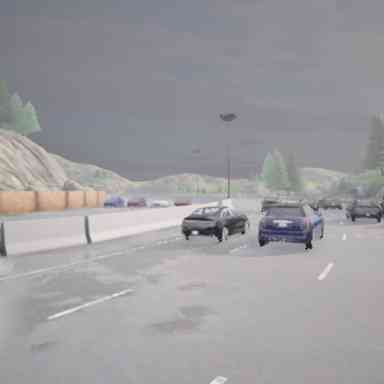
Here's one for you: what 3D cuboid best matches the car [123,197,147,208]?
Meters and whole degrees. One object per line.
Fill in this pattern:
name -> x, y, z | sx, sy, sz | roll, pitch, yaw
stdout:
car -> -7.668, 1.400, 46.675 | 1.882, 1.535, 5.008 | 0, 0, 5

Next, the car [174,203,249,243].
car -> 1.253, 1.434, 15.862 | 2.128, 1.511, 4.902 | 0, 0, 28

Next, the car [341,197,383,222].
car -> 12.431, 1.312, 24.277 | 2.128, 1.511, 4.902 | 0, 0, 19

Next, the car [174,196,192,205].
car -> -1.089, 1.356, 42.948 | 1.882, 1.535, 5.008 | 0, 0, 7

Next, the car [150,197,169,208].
car -> -4.318, 1.424, 45.201 | 1.812, 1.442, 4.674 | 0, 0, 6

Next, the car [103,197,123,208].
car -> -11.083, 1.426, 47.537 | 1.882, 1.535, 5.008 | 0, 0, 4

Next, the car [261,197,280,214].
car -> 8.116, 1.332, 34.318 | 1.837, 1.490, 4.892 | 0, 0, 14

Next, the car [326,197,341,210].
car -> 16.055, 1.309, 39.015 | 1.994, 1.385, 4.181 | 0, 0, 9

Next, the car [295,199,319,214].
car -> 11.645, 1.399, 33.960 | 1.895, 1.301, 4.718 | 0, 0, 13

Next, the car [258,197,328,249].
car -> 4.447, 1.271, 14.529 | 2.097, 1.767, 4.553 | 0, 0, 28
